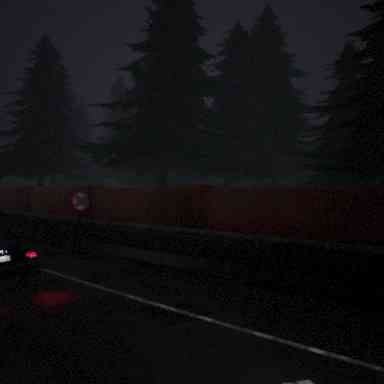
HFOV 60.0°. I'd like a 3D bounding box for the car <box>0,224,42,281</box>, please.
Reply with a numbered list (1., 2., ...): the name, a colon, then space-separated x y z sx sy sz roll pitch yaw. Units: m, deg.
1. car: -5.979 1.469 8.780 5.357 1.411 2.033 1 0 40
